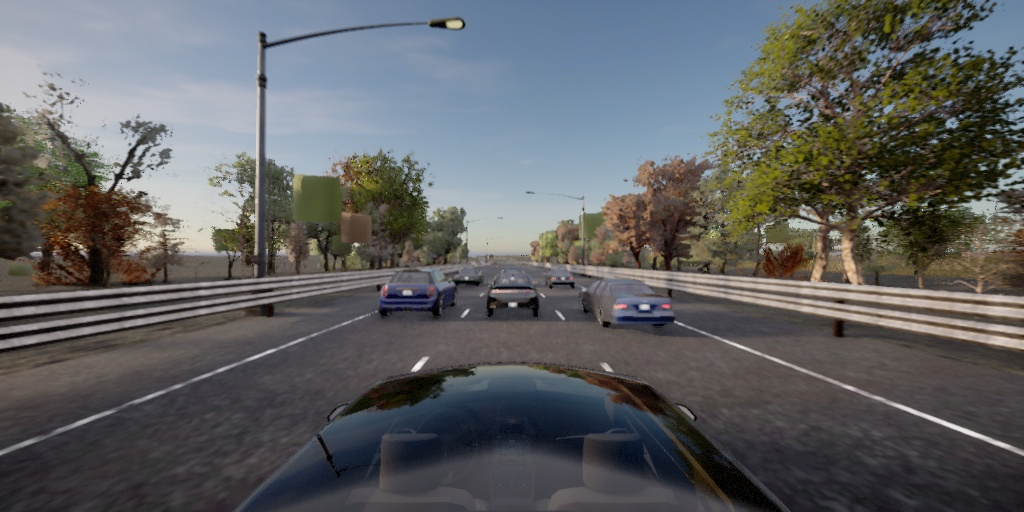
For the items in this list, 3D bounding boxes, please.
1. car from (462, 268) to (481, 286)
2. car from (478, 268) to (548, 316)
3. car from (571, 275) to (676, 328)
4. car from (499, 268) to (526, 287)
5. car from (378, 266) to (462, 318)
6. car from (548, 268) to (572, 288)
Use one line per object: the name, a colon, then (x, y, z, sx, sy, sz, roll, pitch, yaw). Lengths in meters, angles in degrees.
car: (-3.455, 1.683, 29.420, 1.994, 1.385, 4.181, 0, -1, 0)
car: (0.046, 1.406, 14.136, 2.128, 1.511, 4.902, 0, -1, 0)
car: (3.527, 1.434, 11.997, 2.033, 1.411, 5.357, 0, -1, 1)
car: (0.046, 1.683, 29.397, 1.994, 1.385, 4.181, 0, -1, 0)
car: (-3.456, 1.264, 14.034, 2.097, 1.767, 4.553, 0, -1, 0)
car: (3.524, 1.634, 27.018, 2.033, 1.411, 5.357, 0, -1, 1)
